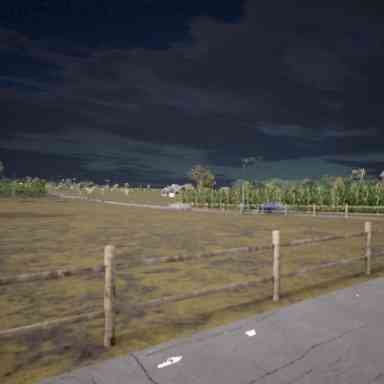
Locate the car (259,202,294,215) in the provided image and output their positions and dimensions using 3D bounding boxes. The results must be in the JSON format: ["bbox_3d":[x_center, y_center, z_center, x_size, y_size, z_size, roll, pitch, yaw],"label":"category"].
[{"bbox_3d":[10.928,2.036,43.193,2.097,1.767,4.553,3,-3,-36],"label":"car"}]

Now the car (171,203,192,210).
[{"bbox_3d":[-1.895,2.606,61.238,1.895,1.301,4.718,3,-2,-35],"label":"car"}]
